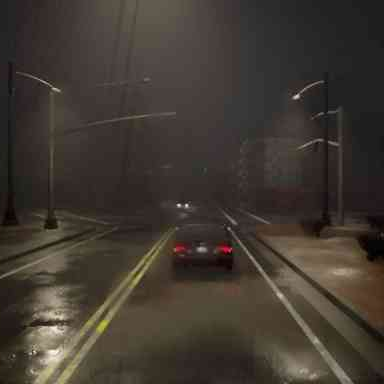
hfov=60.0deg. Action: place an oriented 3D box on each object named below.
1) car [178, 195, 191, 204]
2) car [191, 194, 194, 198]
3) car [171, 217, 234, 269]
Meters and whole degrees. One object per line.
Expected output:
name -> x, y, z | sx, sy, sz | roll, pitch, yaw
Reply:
car -> -1.666, 1.717, 65.292 | 1.895, 1.301, 4.718 | 0, 0, 2
car -> -1.206, 1.697, 80.787 | 1.994, 1.385, 4.181 | 0, 0, 2
car -> 0.356, 1.569, 11.249 | 2.033, 1.411, 5.357 | 0, 0, 2
